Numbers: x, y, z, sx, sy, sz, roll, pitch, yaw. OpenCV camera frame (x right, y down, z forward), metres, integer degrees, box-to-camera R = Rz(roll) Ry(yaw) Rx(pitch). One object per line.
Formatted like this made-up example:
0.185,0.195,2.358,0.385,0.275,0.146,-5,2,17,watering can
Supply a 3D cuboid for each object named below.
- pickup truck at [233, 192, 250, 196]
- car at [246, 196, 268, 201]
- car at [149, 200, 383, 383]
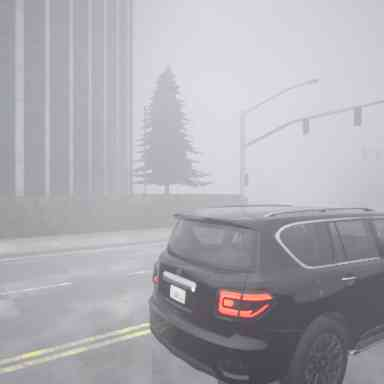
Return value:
10.249,1.052,68.801,2.390,2.098,6.274,0,0,-5,pickup truck
8.845,1.559,42.566,1.994,1.385,4.181,0,0,-36,car
2.047,1.221,5.200,5.566,2.045,2.150,0,0,-35,car
